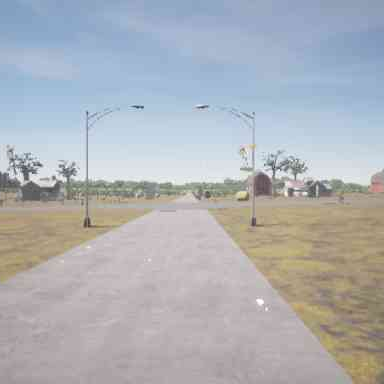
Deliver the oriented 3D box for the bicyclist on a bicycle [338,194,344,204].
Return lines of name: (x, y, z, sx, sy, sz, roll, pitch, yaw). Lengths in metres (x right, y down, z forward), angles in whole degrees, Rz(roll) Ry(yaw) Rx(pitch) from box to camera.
bicyclist on a bicycle: (22.847, 1.051, 51.043, 0.582, 1.620, 1.656, -1, -1, 0)
